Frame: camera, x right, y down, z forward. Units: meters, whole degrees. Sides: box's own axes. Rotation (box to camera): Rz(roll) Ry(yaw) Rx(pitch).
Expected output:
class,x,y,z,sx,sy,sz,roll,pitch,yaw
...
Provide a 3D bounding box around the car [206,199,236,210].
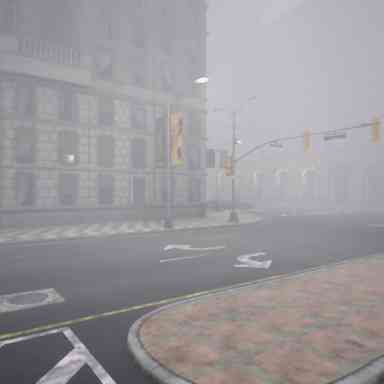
class,x,y,z,sx,sy,sz,roll,pitch,yaw
car,3.243,1.564,42.879,1.994,1.385,4.181,0,0,-36

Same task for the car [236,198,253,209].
class,x,y,z,sx,sy,sz,roll,pitch,yaw
car,6.185,1.564,44.784,1.994,1.385,4.181,0,0,-36

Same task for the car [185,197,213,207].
class,x,y,z,sx,sy,sz,roll,pitch,yaw
car,1.095,1.505,51.943,1.837,1.490,4.892,0,0,-35
